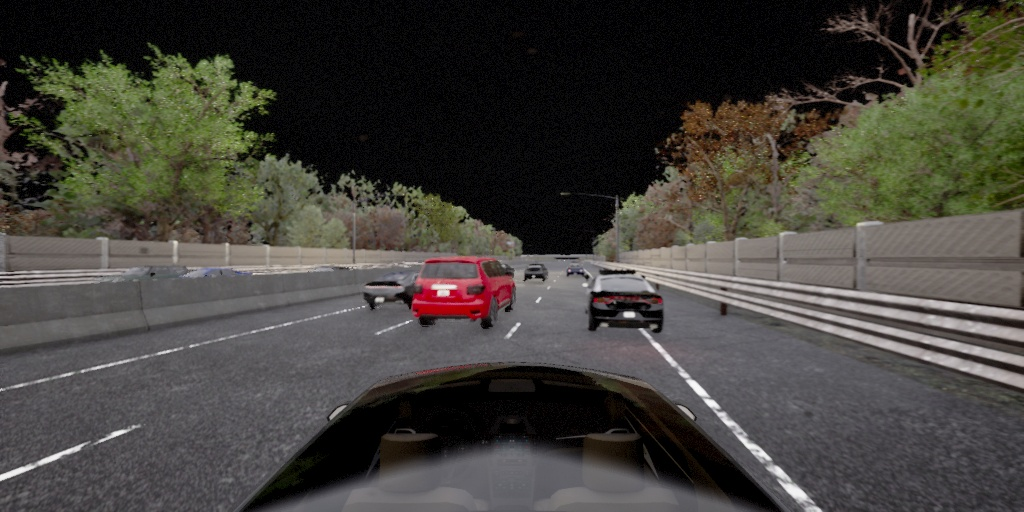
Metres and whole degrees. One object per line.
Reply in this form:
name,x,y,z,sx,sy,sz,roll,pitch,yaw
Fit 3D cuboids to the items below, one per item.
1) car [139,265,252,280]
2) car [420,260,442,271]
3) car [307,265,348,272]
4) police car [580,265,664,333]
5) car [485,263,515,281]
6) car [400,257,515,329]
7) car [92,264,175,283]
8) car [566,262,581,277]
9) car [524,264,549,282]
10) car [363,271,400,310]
car,-17.735,1.437,20.777,1.882,1.535,5.008,0,0,10
car,-14.089,1.615,62.328,2.097,1.767,4.553,0,-1,10
car,-13.334,1.455,25.710,1.882,1.535,5.008,0,0,10
police car,3.268,1.229,11.194,1.930,1.638,5.238,0,0,10
car,-1.041,1.467,34.030,1.882,1.535,5.008,0,-1,10
car,-1.306,1.051,11.884,2.150,2.045,5.566,0,0,10
car,-21.258,1.327,20.930,2.097,1.767,4.553,0,0,10
car,6.980,1.598,39.512,1.895,1.301,4.718,0,0,10
car,2.233,1.469,32.428,1.837,1.490,4.892,0,0,10
car,-4.292,1.355,15.161,2.128,1.511,4.902,0,0,10
